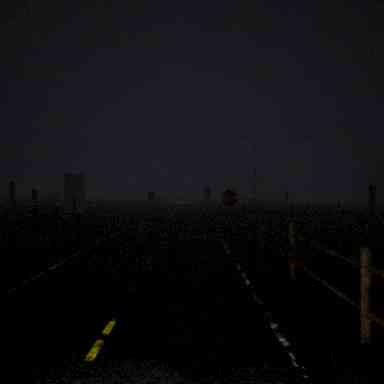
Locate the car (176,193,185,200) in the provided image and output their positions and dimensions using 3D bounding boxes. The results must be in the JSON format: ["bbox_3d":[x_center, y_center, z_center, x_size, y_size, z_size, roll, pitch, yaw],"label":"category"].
[{"bbox_3d":[-2.705,1.050,78.606,1.882,1.535,5.008,0,0,0],"label":"car"}]

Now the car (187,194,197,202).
[{"bbox_3d":[0.043,1.473,74.429,1.812,1.442,4.674,0,0,0],"label":"car"}]

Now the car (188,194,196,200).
[{"bbox_3d":[0.050,1.287,84.435,1.837,1.490,4.892,0,0,0],"label":"car"}]
